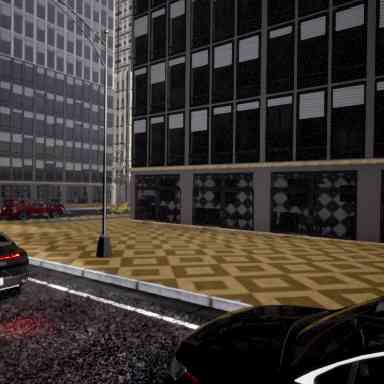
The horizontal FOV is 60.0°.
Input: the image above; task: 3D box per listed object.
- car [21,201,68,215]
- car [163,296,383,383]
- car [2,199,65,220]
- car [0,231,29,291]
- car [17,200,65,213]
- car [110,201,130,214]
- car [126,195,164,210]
[{"bbox_3d":[-16.176,1.715,36.643,1.994,1.385,4.181,1,0,37],"label":"car"},{"bbox_3d":[1.986,1.505,2.258,4.892,1.490,1.837,0,0,36],"label":"car"},{"bbox_3d":[-14.164,1.519,29.664,2.192,1.841,5.009,1,0,37],"label":"car"},{"bbox_3d":[-5.731,1.500,7.801,4.892,1.490,1.837,0,0,36],"label":"car"},{"bbox_3d":[-17.628,1.643,39.051,1.752,1.417,4.829,1,0,37],"label":"car"},{"bbox_3d":[-7.334,1.830,38.852,1.752,1.417,4.829,1,0,37],"label":"car"},{"bbox_3d":[-6.885,1.510,49.121,2.150,2.045,5.566,1,0,37],"label":"car"}]
